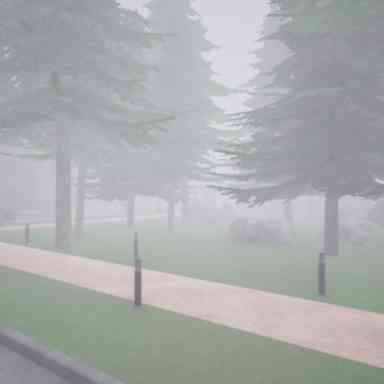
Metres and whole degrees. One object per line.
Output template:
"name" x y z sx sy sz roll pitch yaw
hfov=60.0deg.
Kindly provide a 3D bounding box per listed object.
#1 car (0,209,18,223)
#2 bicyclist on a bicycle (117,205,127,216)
"car" -14.555 1.522 23.208 1.994 1.385 4.181 0 0 36
"bicyclist on a bicycle" -5.874 1.269 28.528 1.656 1.620 0.582 0 0 37
